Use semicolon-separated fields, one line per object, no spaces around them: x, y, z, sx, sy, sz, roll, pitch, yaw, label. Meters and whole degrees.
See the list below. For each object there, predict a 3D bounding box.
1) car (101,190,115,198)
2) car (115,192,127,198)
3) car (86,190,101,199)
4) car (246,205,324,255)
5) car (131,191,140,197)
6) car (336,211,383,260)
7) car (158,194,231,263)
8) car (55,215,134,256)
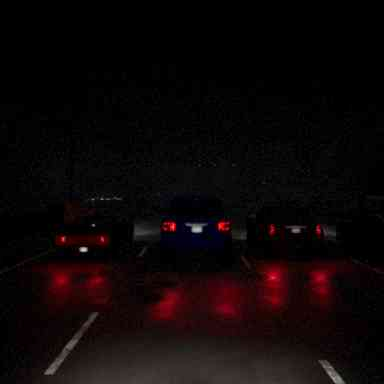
-21.996;0.846;85.948;1.882;1.535;5.008;0;0;-1;car
-18.525;0.910;87.118;1.994;1.385;4.181;0;0;-1;car
-25.468;0.879;84.660;1.837;1.490;4.892;0;0;-1;car
3.491;1.307;13.311;2.097;1.767;4.553;0;0;0;car
-15.063;0.944;88.166;1.895;1.301;4.718;0;0;-3;car
7.000;1.448;12.159;2.128;1.511;4.902;0;0;0;car
0.025;1.174;11.957;2.150;2.045;5.566;0;-1;-2;car
-3.504;1.556;12.942;1.895;1.301;4.718;0;0;0;car
